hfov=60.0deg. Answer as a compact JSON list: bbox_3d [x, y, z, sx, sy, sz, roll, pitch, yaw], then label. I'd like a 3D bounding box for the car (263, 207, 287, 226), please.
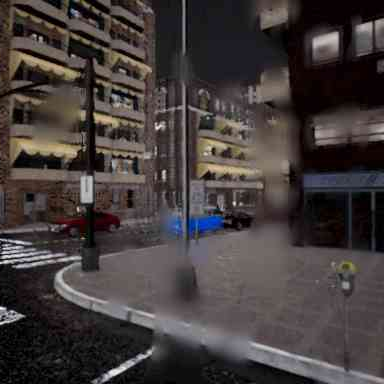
[{"bbox_3d":[6.531,2.226,29.310,1.802,1.307,4.206,-2,-2,35],"label":"car"}]

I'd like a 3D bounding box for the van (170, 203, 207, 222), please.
[{"bbox_3d":[-0.306,2.020,34.107,1.690,1.788,3.998,-2,-2,35],"label":"van"}]

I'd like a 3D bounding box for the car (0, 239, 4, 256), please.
[{"bbox_3d":[-8.070,1.720,10.757,1.812,1.442,4.674,0,-1,-3],"label":"car"}]

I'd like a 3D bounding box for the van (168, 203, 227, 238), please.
[{"bbox_3d":[0.253,1.770,20.186,1.690,1.788,3.998,-2,-2,35],"label":"van"}]

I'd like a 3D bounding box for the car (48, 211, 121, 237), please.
[{"bbox_3d":[-6.563,1.914,20.795,1.812,1.442,4.674,0,-1,35],"label":"car"}]

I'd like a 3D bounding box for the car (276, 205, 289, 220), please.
[{"bbox_3d":[9.739,2.301,33.827,2.008,1.369,4.403,-2,-2,35],"label":"car"}]

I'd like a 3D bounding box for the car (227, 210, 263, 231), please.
[{"bbox_3d":[3.324,2.103,24.795,1.947,1.339,4.313,-2,-2,35],"label":"car"}]
